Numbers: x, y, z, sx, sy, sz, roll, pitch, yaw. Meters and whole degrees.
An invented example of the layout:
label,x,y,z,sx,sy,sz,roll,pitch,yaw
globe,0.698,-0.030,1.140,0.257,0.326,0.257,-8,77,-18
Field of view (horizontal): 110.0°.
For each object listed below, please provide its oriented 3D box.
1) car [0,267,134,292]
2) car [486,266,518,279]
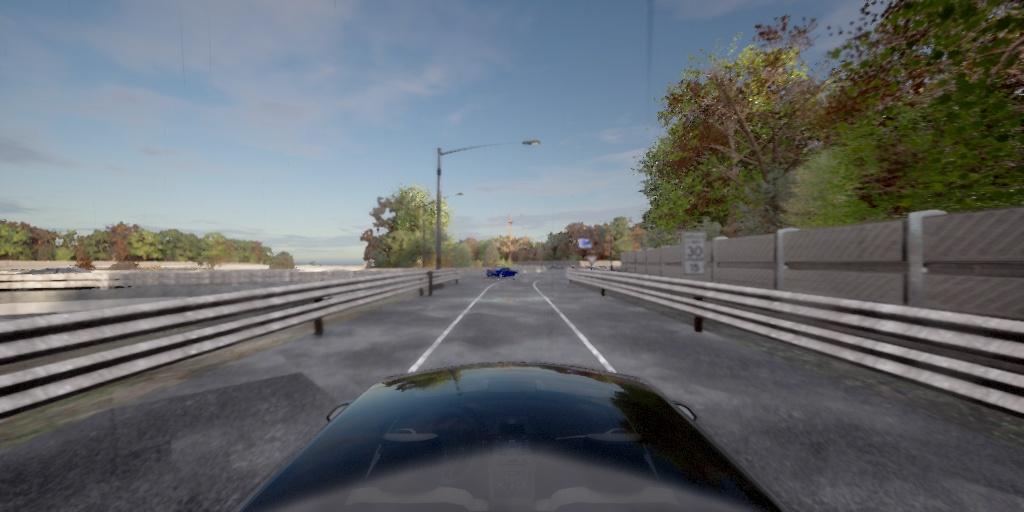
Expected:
label,x,y,z,sx,sy,sz,roll,pitch,yaw
car,-25.154,1.407,20.422,5.008,1.535,1.882,1,-1,-36
car,-1.146,2.011,44.595,1.882,1.535,5.008,-1,-2,37
